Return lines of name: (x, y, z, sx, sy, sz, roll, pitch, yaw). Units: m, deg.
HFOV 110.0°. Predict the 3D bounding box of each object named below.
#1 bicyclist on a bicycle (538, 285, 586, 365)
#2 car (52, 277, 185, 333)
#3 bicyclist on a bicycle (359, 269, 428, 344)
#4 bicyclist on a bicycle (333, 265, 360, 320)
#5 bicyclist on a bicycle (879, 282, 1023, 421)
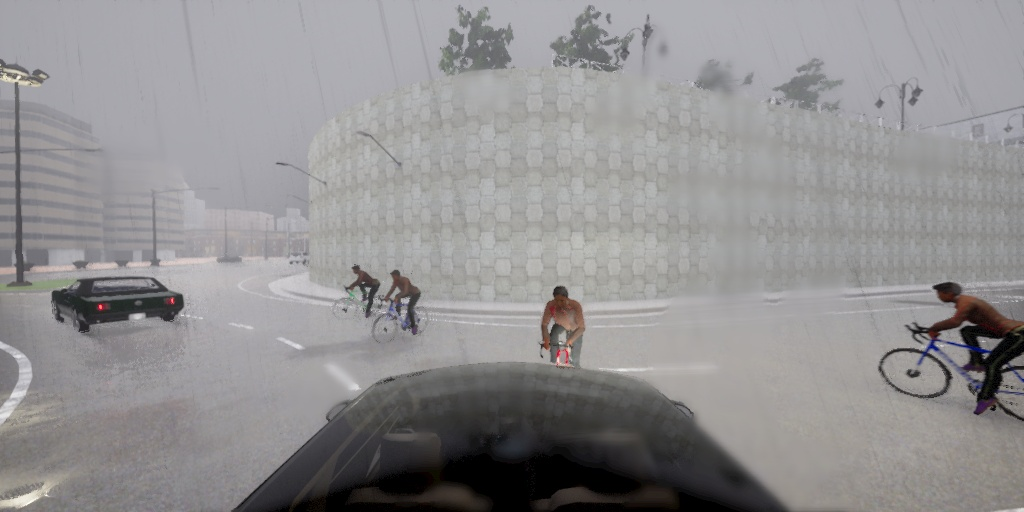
bicyclist on a bicycle: (0.639, 1.173, 4.449, 0.582, 1.620, 1.656, 0, 2, 20)
car: (-11.529, 1.250, 10.388, 4.718, 1.301, 1.895, 0, 1, 32)
bicyclist on a bicycle: (-2.554, 1.128, 8.319, 0.582, 1.620, 1.656, 0, 2, 31)
bicyclist on a bicycle: (-4.503, 1.093, 10.795, 1.656, 1.620, 0.582, -2, 1, -27)
bicyclist on a bicycle: (5.806, 1.165, 4.564, 0.582, 1.620, 1.656, 0, 0, -31)
